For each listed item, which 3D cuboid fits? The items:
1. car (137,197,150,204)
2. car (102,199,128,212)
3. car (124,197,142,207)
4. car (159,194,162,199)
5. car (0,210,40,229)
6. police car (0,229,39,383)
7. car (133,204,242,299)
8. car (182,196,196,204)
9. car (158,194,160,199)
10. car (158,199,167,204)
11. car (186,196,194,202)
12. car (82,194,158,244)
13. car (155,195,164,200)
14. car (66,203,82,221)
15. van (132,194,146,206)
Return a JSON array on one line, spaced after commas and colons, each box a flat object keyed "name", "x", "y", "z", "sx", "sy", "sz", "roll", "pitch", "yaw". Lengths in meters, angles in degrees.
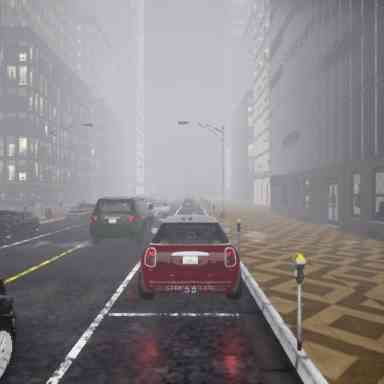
[{"name": "car", "x": -8.832, "y": 1.550, "z": 61.338, "sx": 1.802, "sy": 1.307, "sz": 4.206, "roll": 0, "pitch": 0, "yaw": 0}, {"name": "car", "x": -8.833, "y": 1.537, "z": 38.569, "sx": 2.008, "sy": 1.369, "sz": 4.403, "roll": 0, "pitch": 0, "yaw": 0}, {"name": "car", "x": -8.832, "y": 1.523, "z": 49.953, "sx": 1.887, "sy": 1.381, "sz": 4.507, "roll": 0, "pitch": 0, "yaw": 0}, {"name": "car", "x": -8.832, "y": 1.391, "z": 78.413, "sx": 1.967, "sy": 1.590, "sz": 4.097, "roll": 0, "pitch": 0, "yaw": 0}, {"name": "car", "x": -8.833, "y": 1.563, "z": 15.800, "sx": 1.947, "sy": 1.339, "sz": 4.313, "roll": 0, "pitch": 0, "yaw": 0}, {"name": "police car", "x": -3.146, "y": 1.425, "z": 2.334, "sx": 1.930, "sy": 1.638, "sz": 5.238, "roll": 0, "pitch": 0, "yaw": 0}, {"name": "car", "x": -0.032, "y": 1.352, "z": 8.619, "sx": 2.097, "sy": 1.767, "sz": 4.553, "roll": 0, "pitch": 0, "yaw": 0}, {"name": "car", "x": -0.452, "y": 1.548, "z": 44.248, "sx": 1.947, "sy": 1.339, "sz": 4.313, "roll": 0, "pitch": 0, "yaw": 0}, {"name": "car", "x": -6.169, "y": 1.473, "z": 46.816, "sx": 2.128, "sy": 1.511, "sz": 4.902, "roll": 0, "pitch": 0, "yaw": 1}, {"name": "car", "x": -3.127, "y": 1.591, "z": 31.523, "sx": 1.895, "sy": 1.301, "sz": 4.718, "roll": 0, "pitch": 0, "yaw": 0}, {"name": "car", "x": -0.452, "y": 1.533, "z": 78.399, "sx": 1.802, "sy": 1.307, "sz": 4.206, "roll": 0, "pitch": 0, "yaw": 0}, {"name": "car", "x": -3.135, "y": 1.222, "z": 15.854, "sx": 2.150, "sy": 2.045, "sz": 5.566, "roll": 0, "pitch": 0, "yaw": 0}, {"name": "car", "x": -8.832, "y": 1.504, "z": 89.799, "sx": 1.947, "sy": 1.339, "sz": 4.313, "roll": 0, "pitch": 0, "yaw": 0}, {"name": "car", "x": -8.832, "y": 1.575, "z": 27.183, "sx": 1.802, "sy": 1.307, "sz": 4.206, "roll": 0, "pitch": 0, "yaw": 0}, {"name": "van", "x": -8.832, "y": 1.315, "z": 55.646, "sx": 1.690, "sy": 1.788, "sz": 3.998, "roll": 0, "pitch": 0, "yaw": 0}]
